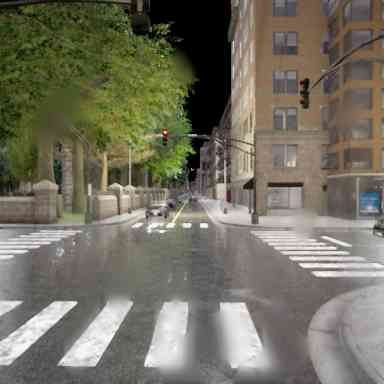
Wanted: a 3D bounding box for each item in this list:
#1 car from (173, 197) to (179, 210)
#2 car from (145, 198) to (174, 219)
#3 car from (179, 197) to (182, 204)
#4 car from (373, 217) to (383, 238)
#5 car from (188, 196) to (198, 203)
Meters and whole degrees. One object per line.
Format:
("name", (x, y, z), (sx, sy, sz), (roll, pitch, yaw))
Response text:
("car", (-2.989, 1.624, 42.421), (1.895, 1.301, 4.718), (0, 0, 0))
("car", (-3.009, 1.519, 29.745), (2.128, 1.511, 4.902), (0, 0, 0))
("car", (-2.850, 1.562, 63.129), (2.033, 1.411, 5.357), (0, 0, 1))
("car", (11.008, 1.391, 15.508), (4.553, 1.767, 2.097), (0, 0, 1))
("car", (0.223, 1.536, 70.700), (1.812, 1.442, 4.674), (0, 0, 0))
